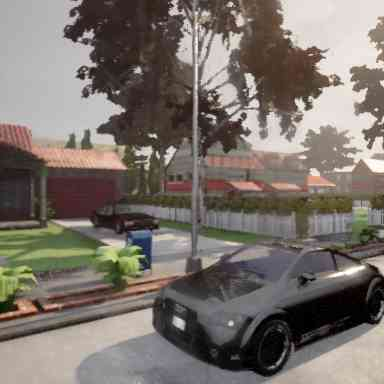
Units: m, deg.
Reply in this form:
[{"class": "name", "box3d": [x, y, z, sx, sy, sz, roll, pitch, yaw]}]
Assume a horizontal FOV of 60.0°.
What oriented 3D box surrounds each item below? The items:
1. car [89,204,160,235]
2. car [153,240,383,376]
[{"class": "car", "box3d": [-3.705, 1.325, 17.365, 2.033, 1.415, 5.357, 0, 0, -35]}, {"class": "car", "box3d": [1.458, 1.565, 5.585, 4.181, 1.385, 1.994, 0, 0, -35]}]
